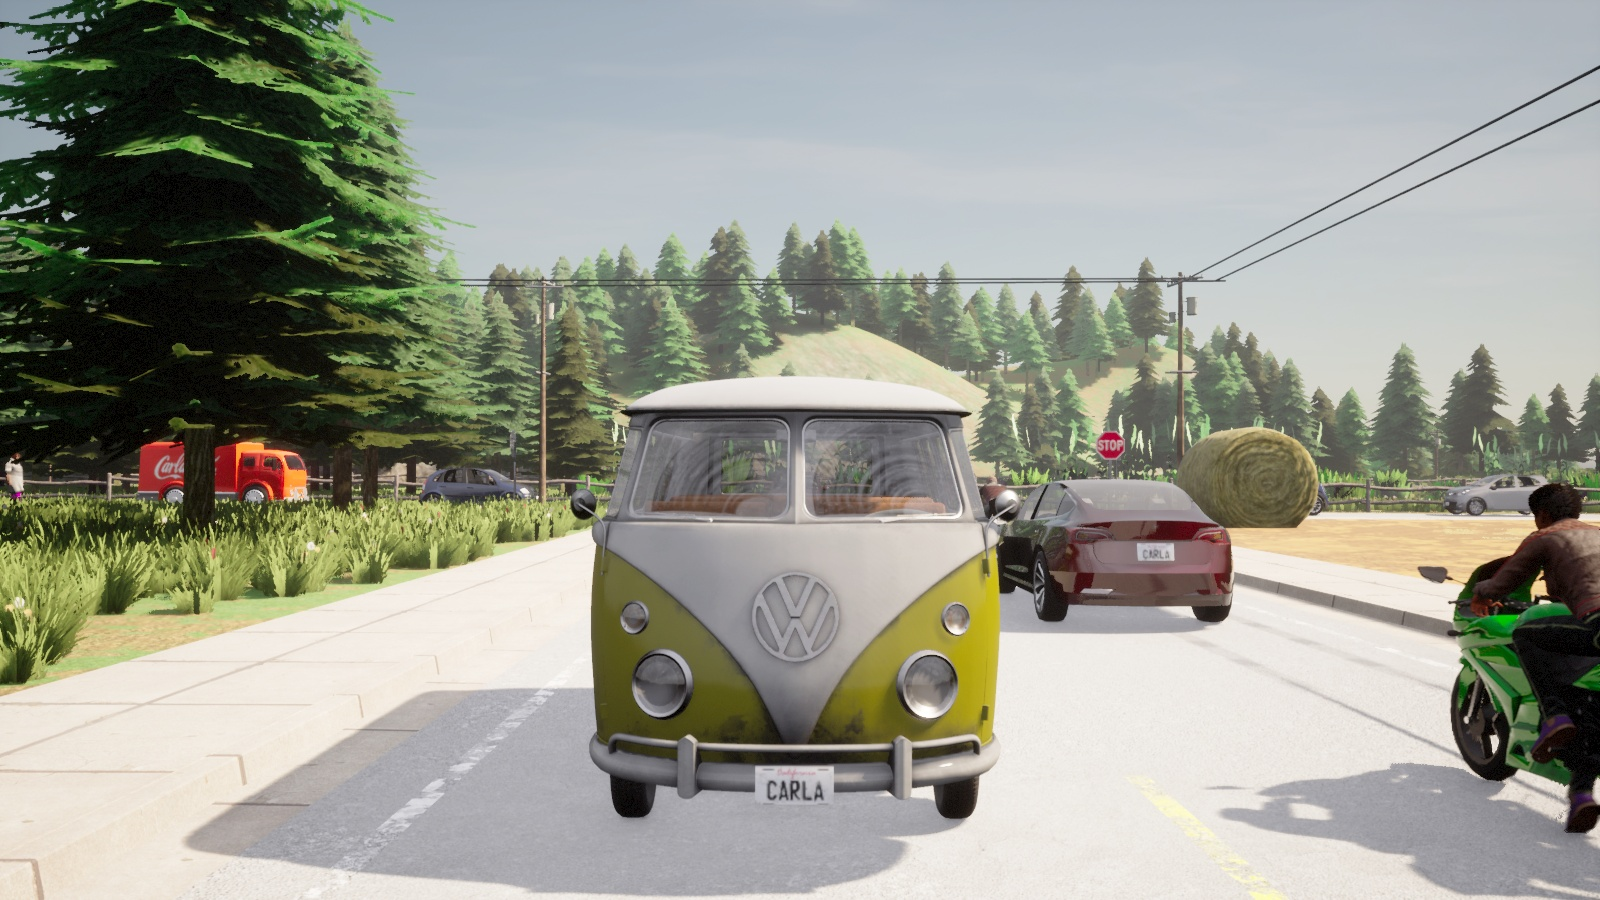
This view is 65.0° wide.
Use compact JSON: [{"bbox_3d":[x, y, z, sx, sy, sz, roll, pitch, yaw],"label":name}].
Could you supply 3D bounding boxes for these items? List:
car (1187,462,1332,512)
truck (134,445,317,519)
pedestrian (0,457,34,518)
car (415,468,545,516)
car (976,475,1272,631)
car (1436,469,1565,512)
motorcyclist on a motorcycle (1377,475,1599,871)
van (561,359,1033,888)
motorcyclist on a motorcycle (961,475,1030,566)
[{"bbox_3d":[16.717,1.340,45.861,4.553,1.767,2.097,0,-1,3],"label":"car"},{"bbox_3d":[-20.062,1.111,44.039,5.204,2.467,2.627,0,-1,2],"label":"truck"},{"bbox_3d":[-25.332,1.218,40.494,0.873,1.952,0.659,0,-1,-2],"label":"pedestrian"},{"bbox_3d":[-11.075,1.453,43.640,3.988,1.617,1.851,0,-1,3],"label":"car"},{"bbox_3d":[3.466,1.044,14.535,2.163,1.488,4.792,0,-1,0],"label":"car"},{"bbox_3d":[25.302,1.453,45.461,3.633,1.501,1.845,0,-1,3],"label":"car"},{"bbox_3d":[3.486,0.878,5.668,0.797,1.523,2.044,0,-1,0],"label":"motorcyclist on a motorcycle"},{"bbox_3d":[-0.017,0.682,6.966,1.775,1.987,4.442,0,-1,0],"label":"van"},{"bbox_3d":[3.447,1.210,22.362,0.866,1.530,2.191,0,-1,0],"label":"motorcyclist on a motorcycle"}]
